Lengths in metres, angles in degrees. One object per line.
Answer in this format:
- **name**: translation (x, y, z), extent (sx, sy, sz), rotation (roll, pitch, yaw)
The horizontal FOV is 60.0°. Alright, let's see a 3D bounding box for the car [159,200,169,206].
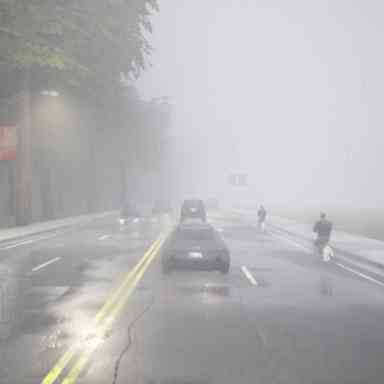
- **car**: translation (-6.481, 2.607, 77.260), extent (1.895, 1.301, 4.718), rotation (0, -1, 0)

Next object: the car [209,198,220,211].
- **car**: translation (3.364, 2.035, 55.535), extent (2.150, 2.045, 5.566), rotation (0, -1, 0)

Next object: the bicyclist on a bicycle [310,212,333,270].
- **bicyclist on a bicycle**: translation (4.145, 1.521, 10.738), extent (0.659, 1.776, 1.843), rotation (0, -1, 0)

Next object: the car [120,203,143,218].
- **car**: translation (-6.582, 2.030, 36.497), extent (1.837, 1.490, 4.892), rotation (0, -1, 0)

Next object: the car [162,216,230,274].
- **car**: translation (0.102, 1.719, 11.094), extent (1.994, 1.385, 4.181), rotation (0, -1, 0)

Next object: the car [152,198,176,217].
- **car**: translation (-3.335, 1.775, 38.723), extent (2.150, 2.045, 5.566), rotation (0, 0, 0)

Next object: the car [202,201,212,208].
- **car**: translation (3.267, 2.645, 72.428), extent (1.994, 1.385, 4.181), rotation (0, -1, 0)

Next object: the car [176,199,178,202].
- **car**: translation (-3.231, 2.347, 79.098), extent (1.812, 1.442, 4.674), rotation (0, -1, 0)

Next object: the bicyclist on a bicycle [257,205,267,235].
- **bicyclist on a bicycle**: translation (4.147, 1.652, 19.936), extent (0.659, 1.776, 1.843), rotation (0, -1, 0)

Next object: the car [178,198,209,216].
- **car**: translation (0.106, 1.645, 29.666), extent (2.150, 2.045, 5.566), rotation (0, -1, 0)
